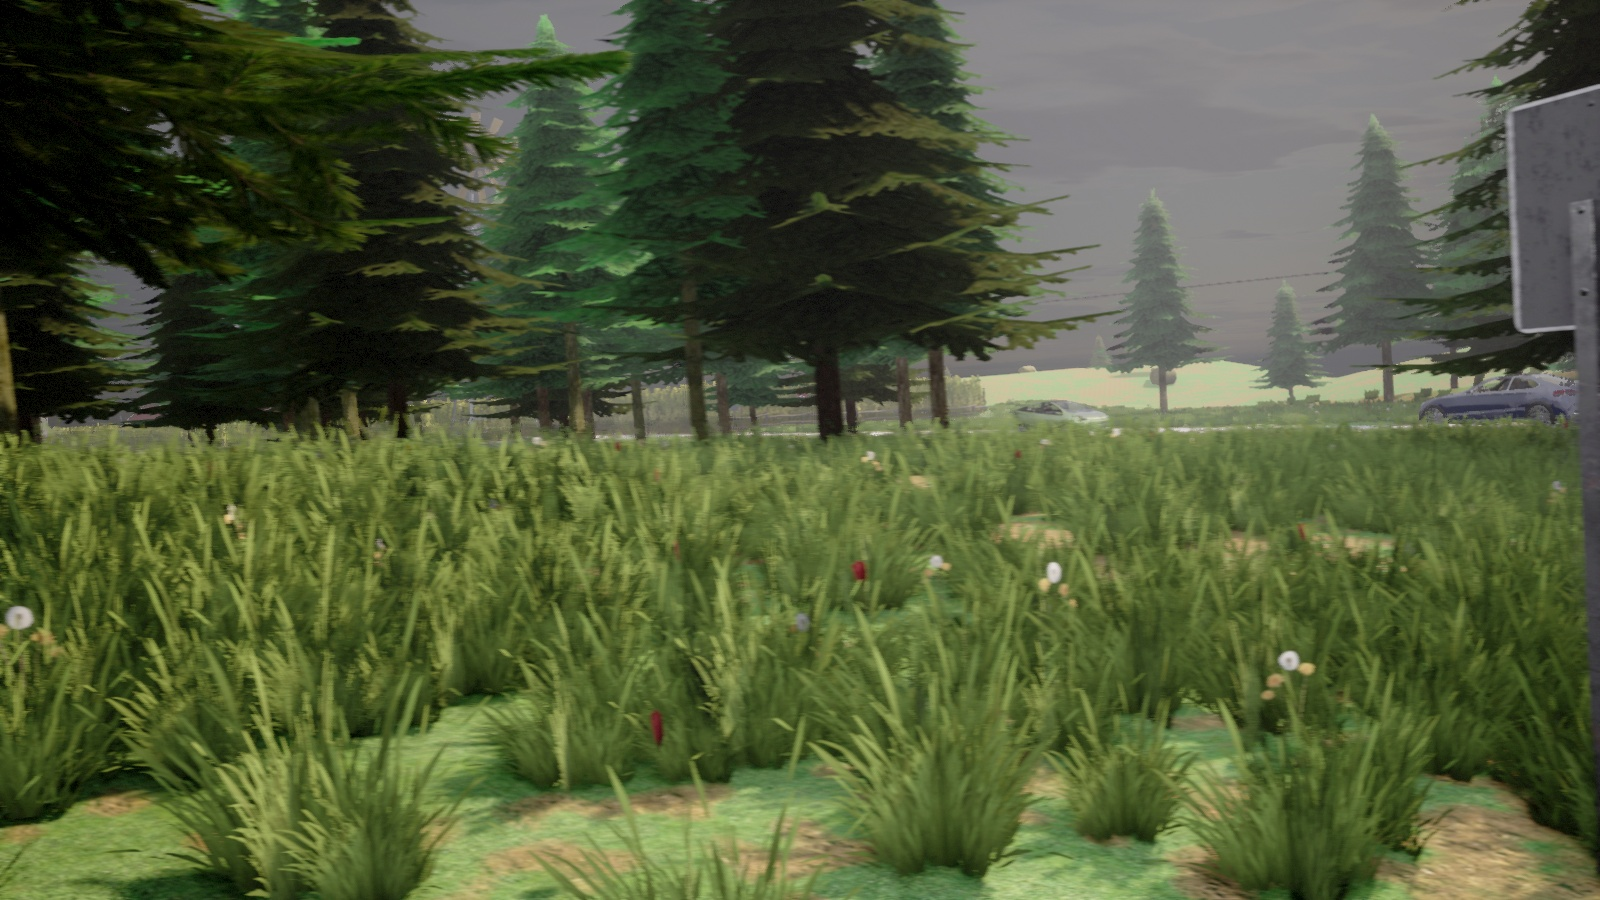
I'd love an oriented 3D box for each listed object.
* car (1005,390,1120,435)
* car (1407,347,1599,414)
[{"bbox_3d":[10.653,-1.518,51.311,2.007,1.525,4.514,-7,3,-30],"label":"car"},{"bbox_3d":[21.647,-2.099,38.512,2.152,1.651,5.027,-7,3,-30],"label":"car"}]
